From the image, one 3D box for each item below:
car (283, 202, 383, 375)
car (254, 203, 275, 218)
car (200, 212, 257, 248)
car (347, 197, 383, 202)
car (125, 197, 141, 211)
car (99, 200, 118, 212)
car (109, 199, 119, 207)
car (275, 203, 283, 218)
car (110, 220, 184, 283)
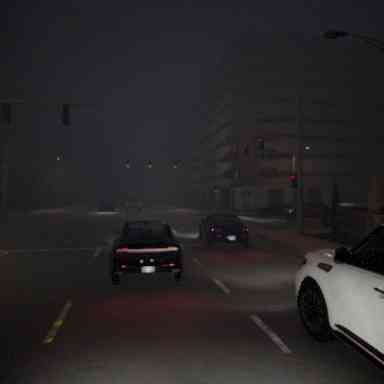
[{"bbox_3d":[3.054,1.256,3.500,2.150,2.045,5.566,0,0,-5],"label":"car"},{"bbox_3d":[8.934,1.924,35.034,4.892,1.490,1.837,0,-1,-11],"label":"car"},{"bbox_3d":[1.432,1.697,15.680,1.812,1.442,4.674,0,-1,-4],"label":"car"},{"bbox_3d":[18.610,1.634,36.922,5.566,2.045,2.150,0,-1,-11],"label":"car"},{"bbox_3d":[-8.793,1.801,49.872,2.150,2.045,5.566,0,-1,-11],"label":"car"},{"bbox_3d":[-12.187,2.131,47.854,1.994,1.385,4.181,0,-1,-11],"label":"car"},{"bbox_3d":[-15.858,2.275,67.661,1.882,1.535,5.008,0,-1,-11],"label":"car"},{"bbox_3d":[10.812,1.731,31.838,4.553,1.767,2.097,0,-1,-11],"label":"car"},{"bbox_3d":[-1.411,1.609,10.104,2.128,1.511,4.902,0,-1,-9],"label":"car"}]
